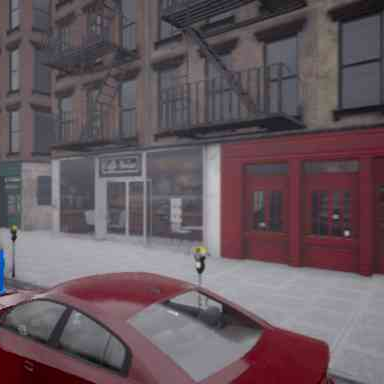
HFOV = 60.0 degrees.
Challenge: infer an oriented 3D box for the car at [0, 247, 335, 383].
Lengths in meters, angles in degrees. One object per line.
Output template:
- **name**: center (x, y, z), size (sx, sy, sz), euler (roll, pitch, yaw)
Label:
- **car**: center (-0.930, 1.539, 3.460), size (4.507, 1.381, 1.887), euler (0, 0, 35)

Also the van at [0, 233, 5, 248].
- **van**: center (-5.346, 1.323, 6.584), size (3.998, 1.788, 1.690), euler (0, 0, 35)
